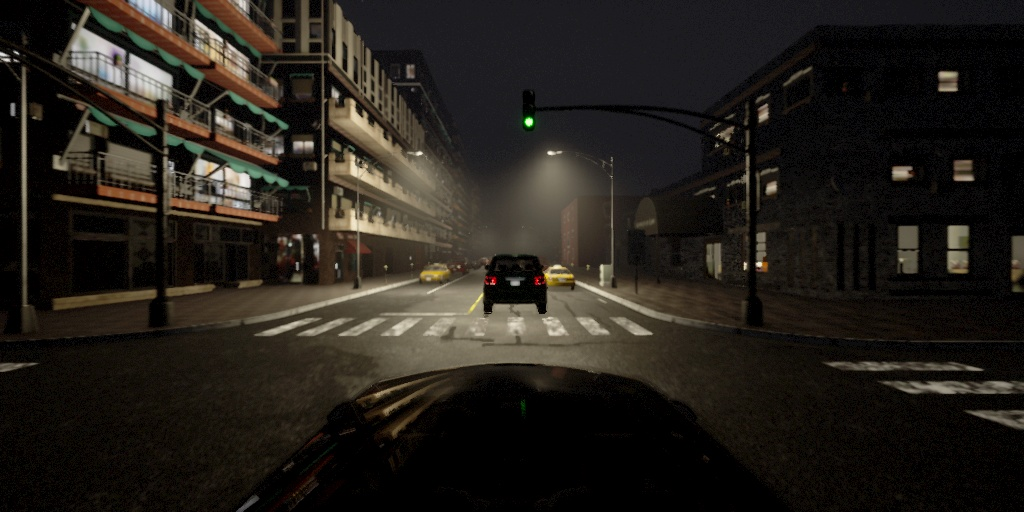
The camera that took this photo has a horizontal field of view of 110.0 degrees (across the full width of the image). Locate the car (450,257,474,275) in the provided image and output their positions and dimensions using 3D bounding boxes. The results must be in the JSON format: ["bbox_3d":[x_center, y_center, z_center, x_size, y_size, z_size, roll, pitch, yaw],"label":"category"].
[{"bbox_3d":[-5.670,1.014,38.070,2.192,1.841,5.009,0,0,0],"label":"car"}]

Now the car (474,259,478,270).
[{"bbox_3d":[-5.664,1.236,49.148,2.007,1.370,4.403,0,0,0],"label":"car"}]

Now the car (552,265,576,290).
[{"bbox_3d":[2.702,1.225,21.618,1.751,1.417,4.829,0,0,0],"label":"car"}]

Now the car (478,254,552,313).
[{"bbox_3d":[0.103,0.942,13.932,2.150,2.045,5.566,0,0,0],"label":"car"}]

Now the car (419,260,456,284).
[{"bbox_3d":[-5.677,1.242,26.821,1.751,1.417,4.829,0,0,0],"label":"car"}]
